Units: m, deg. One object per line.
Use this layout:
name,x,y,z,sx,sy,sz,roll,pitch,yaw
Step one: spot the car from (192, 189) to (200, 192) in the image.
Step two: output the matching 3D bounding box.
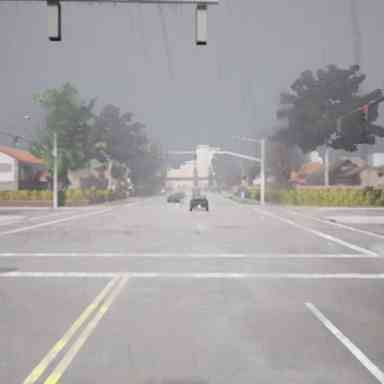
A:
car,1.069,0.501,82.312,1.812,1.442,4.674,0,1,0

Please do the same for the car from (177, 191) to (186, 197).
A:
car,-2.438,0.535,81.433,2.033,1.411,5.357,0,1,0

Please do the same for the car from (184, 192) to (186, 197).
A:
car,-2.569,0.682,66.270,1.837,1.490,4.892,0,2,1

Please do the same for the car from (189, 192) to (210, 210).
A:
car,0.742,1.078,34.507,1.837,1.490,4.892,0,1,1

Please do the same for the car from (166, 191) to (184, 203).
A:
car,-2.763,0.926,50.308,2.033,1.411,5.357,0,1,1
